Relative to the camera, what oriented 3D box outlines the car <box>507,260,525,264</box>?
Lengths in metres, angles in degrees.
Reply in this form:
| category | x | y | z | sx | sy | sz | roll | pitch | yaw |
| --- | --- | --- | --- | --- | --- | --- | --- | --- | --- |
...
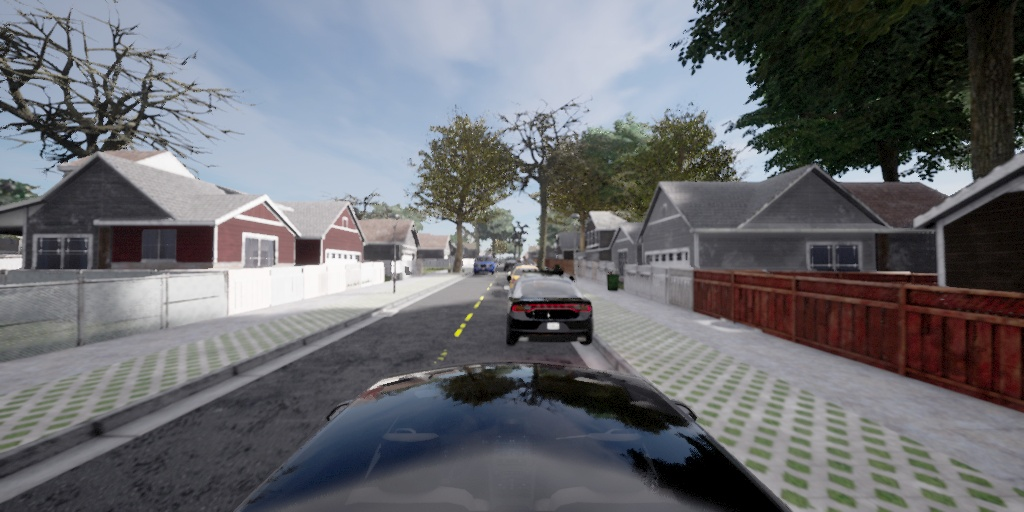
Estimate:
| category | x | y | z | sx | sy | sz | roll | pitch | yaw |
| --- | --- | --- | --- | --- | --- | --- | --- | --- | --- |
| car | 0.767 | 1.192 | 19.706 | 1.801 | 1.575 | 5.366 | 0 | 0 | 0 |

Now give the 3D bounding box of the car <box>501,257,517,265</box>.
| category | x | y | z | sx | sy | sz | roll | pitch | yaw |
| --- | --- | --- | --- | --- | --- | --- | --- | --- | --- |
| car | -0.115 | 1.265 | 50.032 | 1.882 | 1.535 | 5.008 | 0 | 0 | 0 |

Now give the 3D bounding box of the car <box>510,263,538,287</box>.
| category | x | y | z | sx | sy | sz | roll | pitch | yaw |
| --- | --- | --- | --- | --- | --- | --- | --- | --- | --- |
| car | 0.748 | 1.264 | 25.518 | 1.812 | 1.442 | 4.674 | 0 | 0 | 0 |

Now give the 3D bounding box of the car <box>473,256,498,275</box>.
| category | x | y | z | sx | sy | sz | roll | pitch | yaw |
| --- | --- | --- | --- | --- | --- | --- | --- | --- | --- |
| car | -2.968 | 0.979 | 39.393 | 2.150 | 2.045 | 5.566 | 0 | 0 | -1 |

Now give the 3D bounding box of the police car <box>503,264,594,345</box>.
| category | x | y | z | sx | sy | sz | roll | pitch | yaw |
| --- | --- | --- | --- | --- | --- | --- | --- | --- | --- |
| police car | 0.802 | 1.168 | 9.620 | 1.930 | 1.638 | 5.238 | 0 | 0 | 0 |
